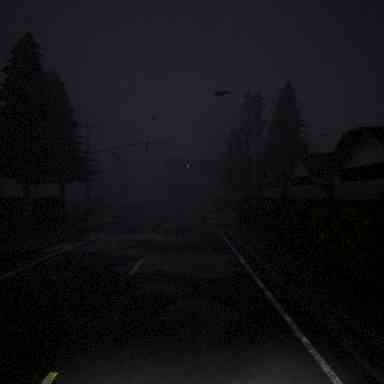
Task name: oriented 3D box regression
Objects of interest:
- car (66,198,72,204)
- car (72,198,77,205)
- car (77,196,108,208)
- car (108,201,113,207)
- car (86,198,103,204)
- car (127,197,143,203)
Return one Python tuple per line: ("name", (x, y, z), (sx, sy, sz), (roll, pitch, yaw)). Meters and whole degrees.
("car", (-24.687, 1.750, 59.576), (4.605, 1.855, 1.932), (0, -1, -1))
("car", (-24.055, 2.087, 72.034), (4.514, 1.523, 2.007), (0, -1, -1))
("car", (-16.798, 1.694, 56.340), (3.866, 1.878, 1.905), (0, -1, -1))
("car", (-16.208, 2.015, 59.665), (3.806, 1.475, 1.970), (0, -1, -1))
("car", (-24.076, 2.218, 82.026), (3.633, 1.501, 1.845), (0, -1, -1))
("car", (-16.478, 2.359, 93.919), (5.027, 1.636, 2.152), (0, -1, -1))
